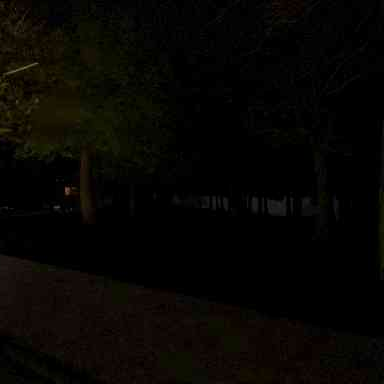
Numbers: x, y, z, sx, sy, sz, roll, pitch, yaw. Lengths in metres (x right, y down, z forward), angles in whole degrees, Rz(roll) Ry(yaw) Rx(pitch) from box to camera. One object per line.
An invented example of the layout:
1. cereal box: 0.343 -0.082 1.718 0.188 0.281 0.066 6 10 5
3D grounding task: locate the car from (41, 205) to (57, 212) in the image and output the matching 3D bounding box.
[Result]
1. car: -33.409 3.886 77.215 1.837 1.490 4.892 0 -2 -9

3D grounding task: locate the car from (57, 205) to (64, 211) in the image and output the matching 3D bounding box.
1. car: -35.123 4.239 87.498 2.128 1.511 4.902 0 -2 -9

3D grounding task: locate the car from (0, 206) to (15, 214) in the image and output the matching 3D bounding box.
1. car: -33.690 3.249 59.764 2.033 1.411 5.357 0 -2 -10
